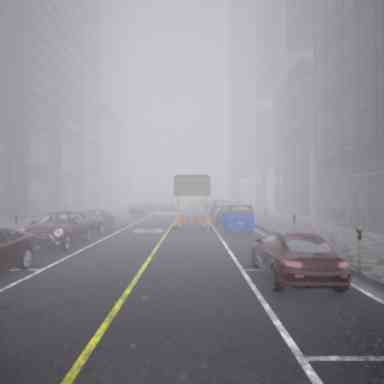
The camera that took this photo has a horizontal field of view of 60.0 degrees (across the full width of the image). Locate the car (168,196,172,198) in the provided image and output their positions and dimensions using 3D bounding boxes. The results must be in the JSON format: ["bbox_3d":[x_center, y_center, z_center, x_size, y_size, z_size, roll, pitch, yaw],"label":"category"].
[{"bbox_3d":[-5.851,2.170,70.735,1.802,1.307,4.206,1,0,0],"label":"car"}]

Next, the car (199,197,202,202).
[{"bbox_3d":[2.675,2.048,59.491,1.887,1.381,4.507,1,0,0],"label":"car"}]

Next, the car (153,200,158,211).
[{"bbox_3d":[-5.851,1.967,48.237,2.008,1.369,4.403,1,0,0],"label":"car"}]

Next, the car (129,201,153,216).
[{"bbox_3d":[-5.850,1.869,36.989,1.887,1.381,4.507,1,0,0],"label":"car"}]

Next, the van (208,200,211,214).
[{"bbox_3d":[2.677,1.618,31.371,1.690,1.788,3.998,1,0,0],"label":"van"}]

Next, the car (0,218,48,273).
[{"bbox_3d":[-5.850,1.628,8.868,1.887,1.381,4.507,1,-1,0],"label":"car"}]

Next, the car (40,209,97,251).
[{"bbox_3d":[-5.849,1.573,14.493,1.967,1.590,4.097,1,-1,0],"label":"car"}]

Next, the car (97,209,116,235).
[{"bbox_3d":[-5.850,1.727,20.116,1.887,1.381,4.507,1,-1,0],"label":"car"}]

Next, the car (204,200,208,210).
[{"bbox_3d":[2.675,1.874,36.994,2.008,1.369,4.403,1,0,0],"label":"car"}]

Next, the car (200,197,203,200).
[{"bbox_3d":[2.675,2.004,53.868,1.887,1.381,4.507,1,0,0],"label":"car"}]

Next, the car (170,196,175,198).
[{"bbox_3d":[-5.850,2.109,81.984,1.967,1.590,4.097,1,0,0],"label":"car"}]

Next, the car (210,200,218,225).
[{"bbox_3d":[2.677,1.670,25.745,1.967,1.590,4.097,1,0,0],"label":"car"}]

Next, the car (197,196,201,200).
[{"bbox_3d":[2.675,2.132,70.741,1.887,1.381,4.507,1,0,0],"label":"car"}]

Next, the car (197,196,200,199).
[{"bbox_3d":[2.674,2.194,76.366,1.947,1.339,4.313,1,0,0],"label":"car"}]

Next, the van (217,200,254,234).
[{"bbox_3d":[2.677,1.522,20.122,1.690,1.788,3.998,1,0,0],"label":"van"}]

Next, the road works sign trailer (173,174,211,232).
[{"bbox_3d":[0.000,0.659,21.589,2.380,3.560,2.880,0,0,0],"label":"road works sign trailer"}]

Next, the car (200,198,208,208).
[{"bbox_3d":[2.675,1.966,48.243,2.008,1.369,4.403,1,0,0],"label":"car"}]

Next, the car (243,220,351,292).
[{"bbox_3d":[2.675,1.664,8.871,1.802,1.307,4.206,1,-1,0],"label":"car"}]

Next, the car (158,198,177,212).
[{"bbox_3d":[-3.088,1.909,44.236,1.812,1.442,4.674,0,0,0],"label":"car"}]
